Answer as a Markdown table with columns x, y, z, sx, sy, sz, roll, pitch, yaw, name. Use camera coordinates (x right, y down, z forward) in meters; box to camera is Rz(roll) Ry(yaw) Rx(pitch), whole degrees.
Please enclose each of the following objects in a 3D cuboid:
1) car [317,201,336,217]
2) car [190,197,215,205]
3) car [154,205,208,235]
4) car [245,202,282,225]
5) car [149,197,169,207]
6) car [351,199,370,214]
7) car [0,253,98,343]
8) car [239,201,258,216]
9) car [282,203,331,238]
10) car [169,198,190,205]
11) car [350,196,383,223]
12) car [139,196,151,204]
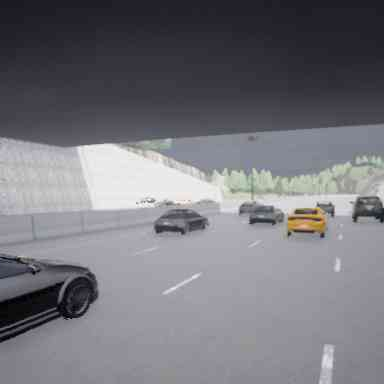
| x | y | z | sx | sy | sz | roll | pitch | yaw | name |
| --- | --- | --- | --- | --- | --- | --- | --- | --- | --- |
| 13.723 | 1.684 | 34.352 | 2.128 | 1.511 | 4.902 | 0 | 0 | 25 | car |
| 2.005 | 1.736 | 51.025 | 2.097 | 1.767 | 4.553 | 0 | 0 | 25 | car |
| -0.557 | 1.697 | 20.015 | 1.994 | 1.385 | 4.181 | 0 | 0 | 25 | car |
| 5.758 | 1.718 | 25.386 | 1.994 | 1.385 | 4.181 | 0 | 0 | 25 | car |
| -4.370 | 1.898 | 53.915 | 2.128 | 1.511 | 4.902 | 0 | 0 | 25 | car |
| 19.937 | 1.688 | 39.512 | 1.882 | 1.535 | 5.008 | 0 | 0 | 25 | car |
| -3.465 | 1.608 | 5.308 | 1.994 | 1.385 | 4.181 | 0 | 0 | 25 | car |
| 6.346 | 1.707 | 35.064 | 2.128 | 1.511 | 4.902 | 0 | 0 | 25 | car |
| 6.596 | 1.586 | 18.818 | 1.882 | 1.535 | 5.008 | 0 | -1 | 25 | car |
| -1.189 | 1.745 | 52.457 | 1.882 | 1.535 | 5.008 | 0 | 0 | 25 | car |
| 14.524 | 1.368 | 27.685 | 2.150 | 2.045 | 5.566 | 0 | 0 | 23 | car |
| -7.552 | 1.499 | 55.377 | 1.837 | 1.490 | 4.892 | 0 | 0 | 25 | car |
